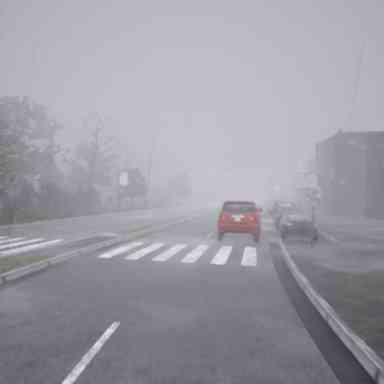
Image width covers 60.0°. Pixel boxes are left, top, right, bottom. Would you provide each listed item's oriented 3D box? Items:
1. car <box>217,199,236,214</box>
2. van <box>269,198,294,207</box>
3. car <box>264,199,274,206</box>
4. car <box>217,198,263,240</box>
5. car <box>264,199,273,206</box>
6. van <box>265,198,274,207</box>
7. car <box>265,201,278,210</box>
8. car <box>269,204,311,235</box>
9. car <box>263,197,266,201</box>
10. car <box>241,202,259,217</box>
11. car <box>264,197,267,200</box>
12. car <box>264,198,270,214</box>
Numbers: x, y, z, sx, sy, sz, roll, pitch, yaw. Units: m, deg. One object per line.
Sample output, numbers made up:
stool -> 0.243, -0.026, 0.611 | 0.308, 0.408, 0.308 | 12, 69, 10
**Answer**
car -> 4.769, 1.926, 45.169 | 2.097, 1.767, 4.553 | 1, -1, 12
van -> 8.194, 1.727, 29.888 | 1.878, 1.987, 4.442 | 1, -1, 12
car -> 19.367, 2.607, 83.968 | 2.185, 1.767, 4.553 | 1, -1, 12
car -> 2.752, 1.479, 18.858 | 2.150, 2.045, 5.566 | 1, -1, 11
car -> 20.485, 2.685, 89.378 | 2.185, 1.767, 4.553 | 1, -1, 12
van -> 18.281, 2.431, 78.703 | 1.878, 1.987, 4.442 | 1, -1, 12
car -> 14.899, 2.421, 62.351 | 2.097, 1.535, 5.008 | 1, -1, 12
car -> 7.055, 1.904, 24.390 | 2.163, 1.488, 4.792 | 1, -1, 12
car -> 16.002, 2.246, 67.674 | 2.435, 2.045, 5.566 | 1, -1, 12
car -> 6.863, 2.023, 38.897 | 1.882, 1.535, 5.008 | 1, -1, 12
car -> 12.660, 2.139, 51.506 | 2.185, 1.767, 4.553 | 1, -1, 12
car -> 11.541, 2.061, 46.096 | 2.185, 1.767, 4.553 | 1, -1, 12
